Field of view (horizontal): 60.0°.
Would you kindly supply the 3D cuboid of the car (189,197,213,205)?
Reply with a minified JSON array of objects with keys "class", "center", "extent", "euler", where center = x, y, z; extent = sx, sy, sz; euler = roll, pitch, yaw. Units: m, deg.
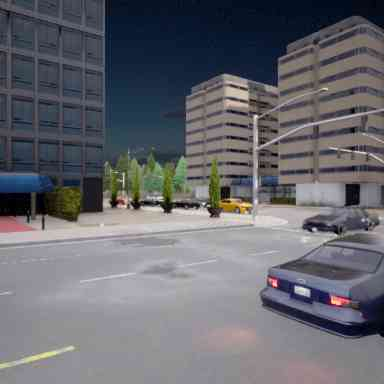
[{"class":"car","center":[1.551,1.565,58.777],"extent":[1.994,1.385,4.181],"euler":[0,0,-35]}]

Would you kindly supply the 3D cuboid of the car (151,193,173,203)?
[{"class":"car","center":[-6.341,1.223,69.995],"extent":[2.150,2.045,5.566],"euler":[0,0,-35]}]

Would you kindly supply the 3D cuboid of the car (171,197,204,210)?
[{"class":"car","center":[-0.893,1.601,43.619],"extent":[1.895,1.301,4.718],"euler":[0,0,-35]}]

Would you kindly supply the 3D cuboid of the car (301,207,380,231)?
[{"class":"car","center":[8.464,1.547,18.663],"extent":[5.357,1.411,2.033],"euler":[0,0,-36]}]

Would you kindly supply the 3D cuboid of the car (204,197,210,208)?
[{"class":"car","center":[0.254,1.491,48.083],"extent":[2.128,1.511,4.902],"euler":[0,0,-35]}]

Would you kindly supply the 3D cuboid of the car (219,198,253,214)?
[{"class":"car","center":[4.467,1.478,35.964],"extent":[1.882,1.535,5.008],"euler":[0,0,-35]}]

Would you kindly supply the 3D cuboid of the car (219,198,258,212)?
[{"class":"car","center":[5.566,1.505,40.497],"extent":[1.837,1.490,4.892],"euler":[0,0,-35]}]

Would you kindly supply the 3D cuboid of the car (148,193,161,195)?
[{"class":"car","center":[-5.810,1.221,56.766],"extent":[2.150,2.045,5.566],"euler":[0,0,-34]}]

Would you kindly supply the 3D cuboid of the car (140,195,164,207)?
[{"class":"car","center":[-6.165,1.601,51.152],"extent":[1.895,1.301,4.718],"euler":[0,0,-35]}]

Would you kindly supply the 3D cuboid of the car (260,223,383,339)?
[{"class":"car","center":[3.719,1.547,6.473],"extent":[5.357,1.411,2.033],"euler":[0,0,-35]}]

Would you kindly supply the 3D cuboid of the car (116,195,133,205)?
[{"class":"car","center":[-12.002,1.352,59.555],"extent":[2.097,1.767,4.553],"euler":[0,0,-35]}]
